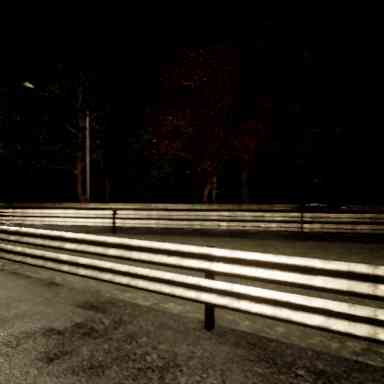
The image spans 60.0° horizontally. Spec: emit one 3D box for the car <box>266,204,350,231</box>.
[{"bbox_3d":[7.043,1.543,20.560,4.856,1.649,2.033,0,0,18],"label":"car"}]
